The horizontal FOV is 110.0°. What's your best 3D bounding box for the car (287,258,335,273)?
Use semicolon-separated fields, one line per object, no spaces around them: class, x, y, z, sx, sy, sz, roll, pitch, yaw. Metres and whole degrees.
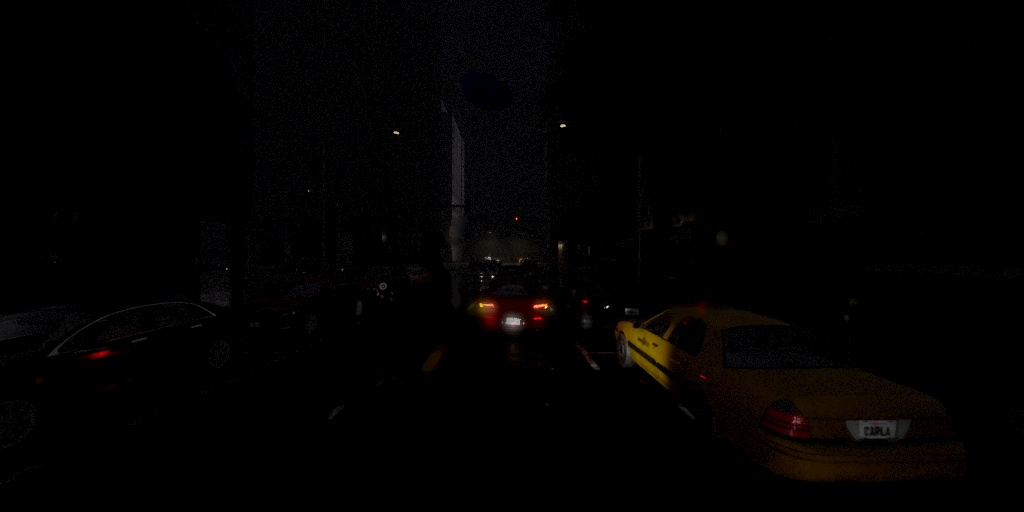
car;-17.911;0.922;32.649;4.902;1.511;2.128;1;0;0

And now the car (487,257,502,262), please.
car;-3.143;1.328;60.565;1.994;1.385;4.181;0;0;0

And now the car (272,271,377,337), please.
car;-5.771;1.295;10.290;1.888;1.381;4.507;0;0;0

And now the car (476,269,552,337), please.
car;0.061;1.276;10.135;1.812;1.442;4.674;0;0;0

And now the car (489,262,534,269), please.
car;0.000;1.256;19.002;1.837;1.490;4.892;0;0;0

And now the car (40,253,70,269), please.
car;-42.585;0.484;32.597;4.674;1.442;1.812;1;0;0

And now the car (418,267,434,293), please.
car;-5.782;1.277;21.034;1.751;1.417;4.829;0;0;0

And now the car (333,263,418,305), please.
car;-5.776;1.190;15.747;1.967;1.591;4.097;0;0;0

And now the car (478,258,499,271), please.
car;-3.148;1.285;48.022;1.812;1.442;4.674;0;0;0

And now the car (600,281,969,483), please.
car;2.760;1.275;5.015;1.751;1.417;4.829;0;0;0

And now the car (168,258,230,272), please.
car;-28.145;0.832;32.621;4.718;1.301;1.895;1;0;0

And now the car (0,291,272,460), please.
car;-5.764;1.300;4.833;2.007;1.370;4.403;0;0;0

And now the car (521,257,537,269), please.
car;2.708;1.201;53.183;1.967;1.591;4.097;0;0;0

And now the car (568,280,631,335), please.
car;2.755;1.316;10.302;1.948;1.339;4.313;0;0;0

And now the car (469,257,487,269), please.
car;-5.823;1.079;58.612;2.192;1.841;5.009;0;0;0
